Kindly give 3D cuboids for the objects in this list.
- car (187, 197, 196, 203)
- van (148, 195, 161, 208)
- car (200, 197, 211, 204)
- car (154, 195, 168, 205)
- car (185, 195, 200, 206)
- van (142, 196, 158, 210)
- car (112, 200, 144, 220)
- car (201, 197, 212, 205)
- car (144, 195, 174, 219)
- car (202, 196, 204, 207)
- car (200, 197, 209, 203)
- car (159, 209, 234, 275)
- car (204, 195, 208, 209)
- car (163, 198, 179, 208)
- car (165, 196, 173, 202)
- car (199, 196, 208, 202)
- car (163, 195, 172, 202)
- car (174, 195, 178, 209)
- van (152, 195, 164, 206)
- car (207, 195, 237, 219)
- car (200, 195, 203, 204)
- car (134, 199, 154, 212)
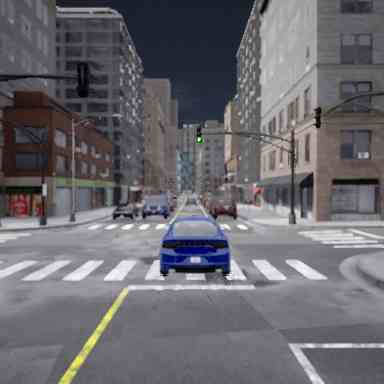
[{"bbox_3d":[-0.139,1.633,69.198,1.895,1.301,4.718,0,0,0],"label":"car"},{"bbox_3d":[-5.783,1.458,51.645,1.690,1.788,3.998,-1,0,0],"label":"van"},{"bbox_3d":[2.721,1.714,68.418,1.947,1.339,4.313,-1,0,0],"label":"car"},{"bbox_3d":[-5.806,1.453,62.816,2.192,1.841,5.009,-1,0,0],"label":"car"},{"bbox_3d":[-0.118,1.623,58.746,2.128,1.511,4.902,0,0,0],"label":"car"},{"bbox_3d":[-5.772,1.446,46.058,1.690,1.788,3.998,-1,0,0],"label":"van"},{"bbox_3d":[-5.736,1.634,29.301,1.947,1.339,4.313,-1,0,0],"label":"car"},{"bbox_3d":[2.730,1.664,63.003,1.752,1.417,4.829,-1,0,0],"label":"car"},{"bbox_3d":[-3.156,1.292,30.159,2.150,2.045,5.566,0,0,0],"label":"car"},{"bbox_3d":[2.760,1.632,46.245,1.752,1.417,4.829,-1,0,0],"label":"car"},{"bbox_3d":[2.711,1.724,74.004,1.947,1.339,4.313,-1,0,0],"label":"car"},{"bbox_3d":[0.079,1.514,10.562,1.882,1.535,5.008,0,0,0],"label":"car"},{"bbox_3d":[2.777,1.397,34.904,2.192,1.841,5.009,-1,0,0],"label":"car"},{"bbox_3d":[-3.137,1.662,50.474,2.033,1.411,5.357,0,0,0],"label":"car"},{"bbox_3d":[-5.847,1.757,85.159,1.802,1.307,4.206,-1,0,0],"label":"car"},{"bbox_3d":[2.701,1.718,79.590,2.008,1.369,4.403,-1,0,0],"label":"car"},{"bbox_3d":[-5.838,1.606,79.573,1.967,1.590,4.097,-1,0,0],"label":"car"},{"bbox_3d":[-3.169,1.445,40.113,2.097,1.767,4.553,0,0,0],"label":"car"},{"bbox_3d":[-5.794,1.469,57.230,1.690,1.788,3.998,-1,0,0],"label":"van"},{"bbox_3d":[2.787,1.384,29.318,2.192,1.841,5.009,-1,0,0],"label":"car"},{"bbox_3d":[2.748,1.433,51.661,2.192,1.841,5.009,-1,0,0],"label":"car"},{"bbox_3d":[-5.758,1.618,40.302,1.752,1.417,4.829,-1,0,0],"label":"car"}]
